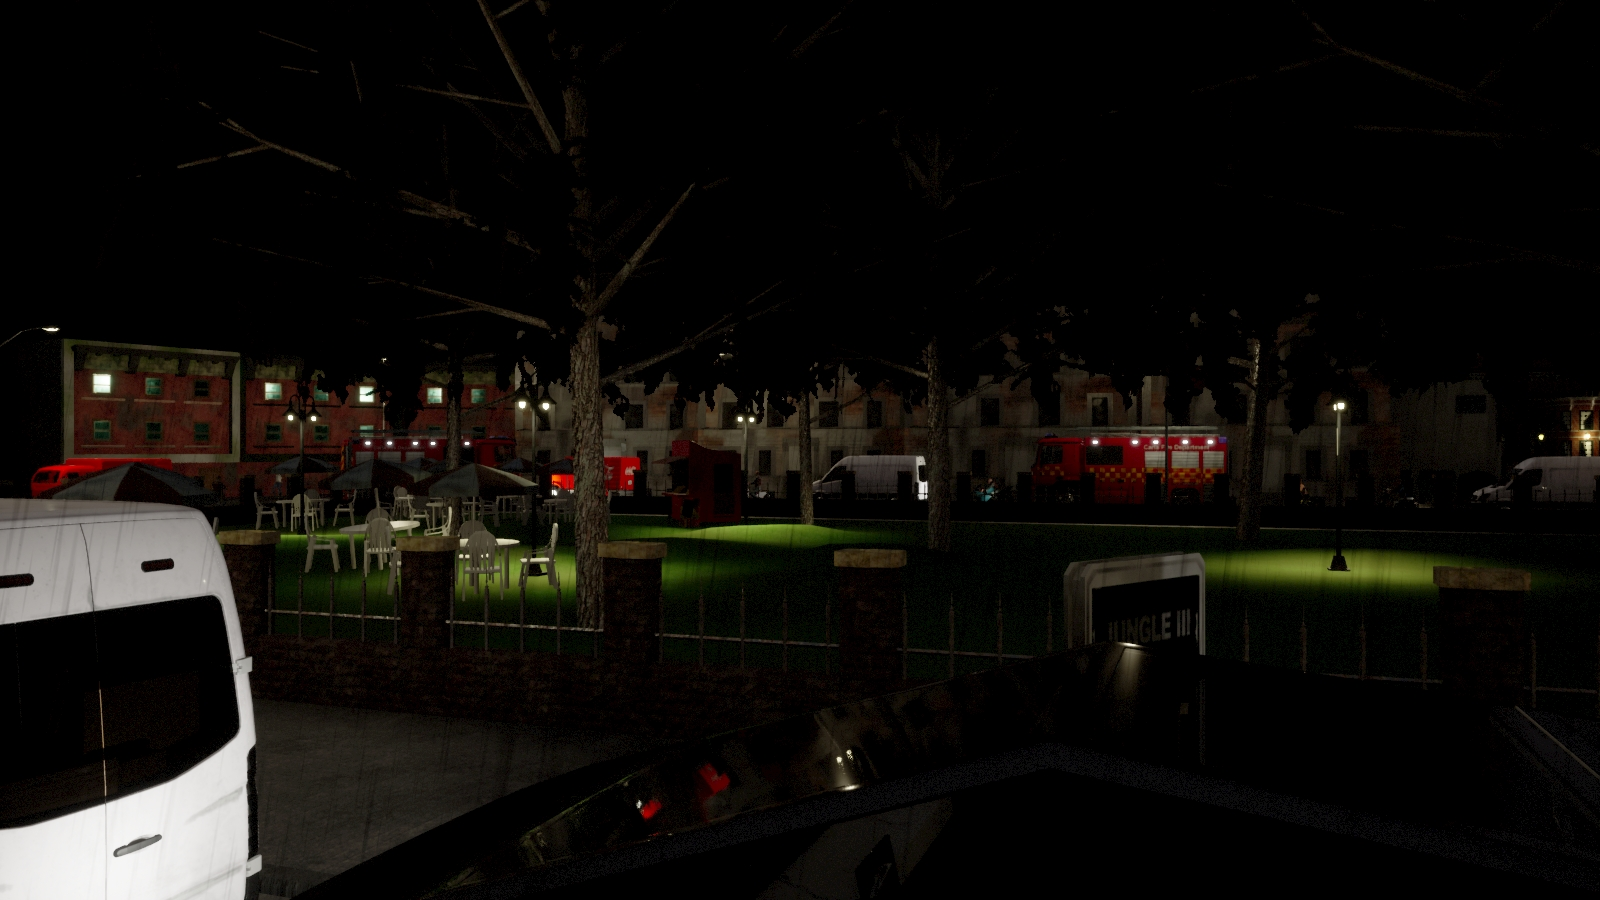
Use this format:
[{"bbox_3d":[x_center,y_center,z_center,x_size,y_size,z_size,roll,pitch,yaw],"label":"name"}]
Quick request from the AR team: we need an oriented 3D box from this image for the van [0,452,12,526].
[{"bbox_3d":[-29.291,1.331,37.202,1.988,2.561,5.915,0,0,21],"label":"van"}]

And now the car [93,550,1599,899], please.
[{"bbox_3d":[1.308,1.534,3.365,6.274,2.098,2.390,0,0,20],"label":"car"}]

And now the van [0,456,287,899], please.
[{"bbox_3d":[-5.749,1.318,5.932,5.915,2.561,1.988,0,0,20],"label":"van"}]
